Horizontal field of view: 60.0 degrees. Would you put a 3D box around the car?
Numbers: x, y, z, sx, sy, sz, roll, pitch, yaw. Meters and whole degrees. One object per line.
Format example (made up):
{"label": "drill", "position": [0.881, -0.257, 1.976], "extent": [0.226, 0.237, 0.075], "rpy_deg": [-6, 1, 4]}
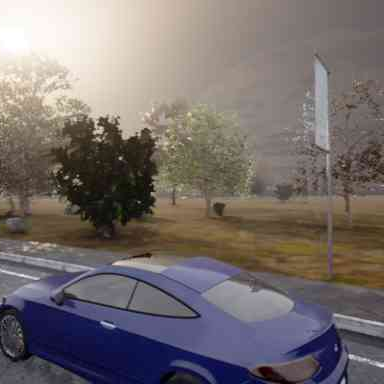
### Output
{"label": "car", "position": [-0.586, 1.516, 4.237], "extent": [4.674, 1.442, 1.812], "rpy_deg": [0, 0, 34]}
